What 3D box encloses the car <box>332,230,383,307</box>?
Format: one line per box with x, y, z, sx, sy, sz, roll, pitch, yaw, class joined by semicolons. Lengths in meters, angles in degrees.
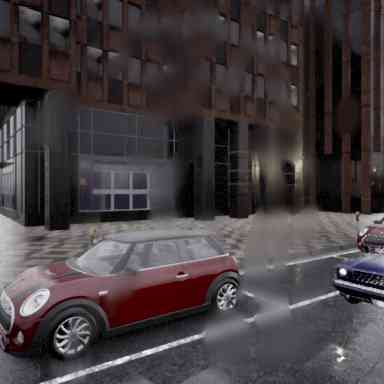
5.020;1.597;6.958;4.718;1.301;1.895;0;0;-35;car

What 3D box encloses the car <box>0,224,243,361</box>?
-1.100;1.440;5.863;4.097;1.590;1.967;0;0;-35;car

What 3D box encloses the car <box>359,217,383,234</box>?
7.896;1.434;12.277;4.097;1.590;1.967;0;0;-35;car
